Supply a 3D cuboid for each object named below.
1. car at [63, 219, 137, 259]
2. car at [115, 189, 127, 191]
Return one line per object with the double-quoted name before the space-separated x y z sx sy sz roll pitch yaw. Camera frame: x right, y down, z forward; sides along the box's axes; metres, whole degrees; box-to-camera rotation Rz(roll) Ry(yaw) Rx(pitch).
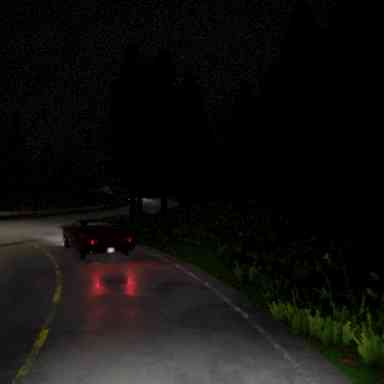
"car" -3.920 1.744 13.442 1.895 1.301 4.718 0 -1 -30
"car" -12.323 0.034 60.841 2.128 1.511 4.902 0 4 -40
